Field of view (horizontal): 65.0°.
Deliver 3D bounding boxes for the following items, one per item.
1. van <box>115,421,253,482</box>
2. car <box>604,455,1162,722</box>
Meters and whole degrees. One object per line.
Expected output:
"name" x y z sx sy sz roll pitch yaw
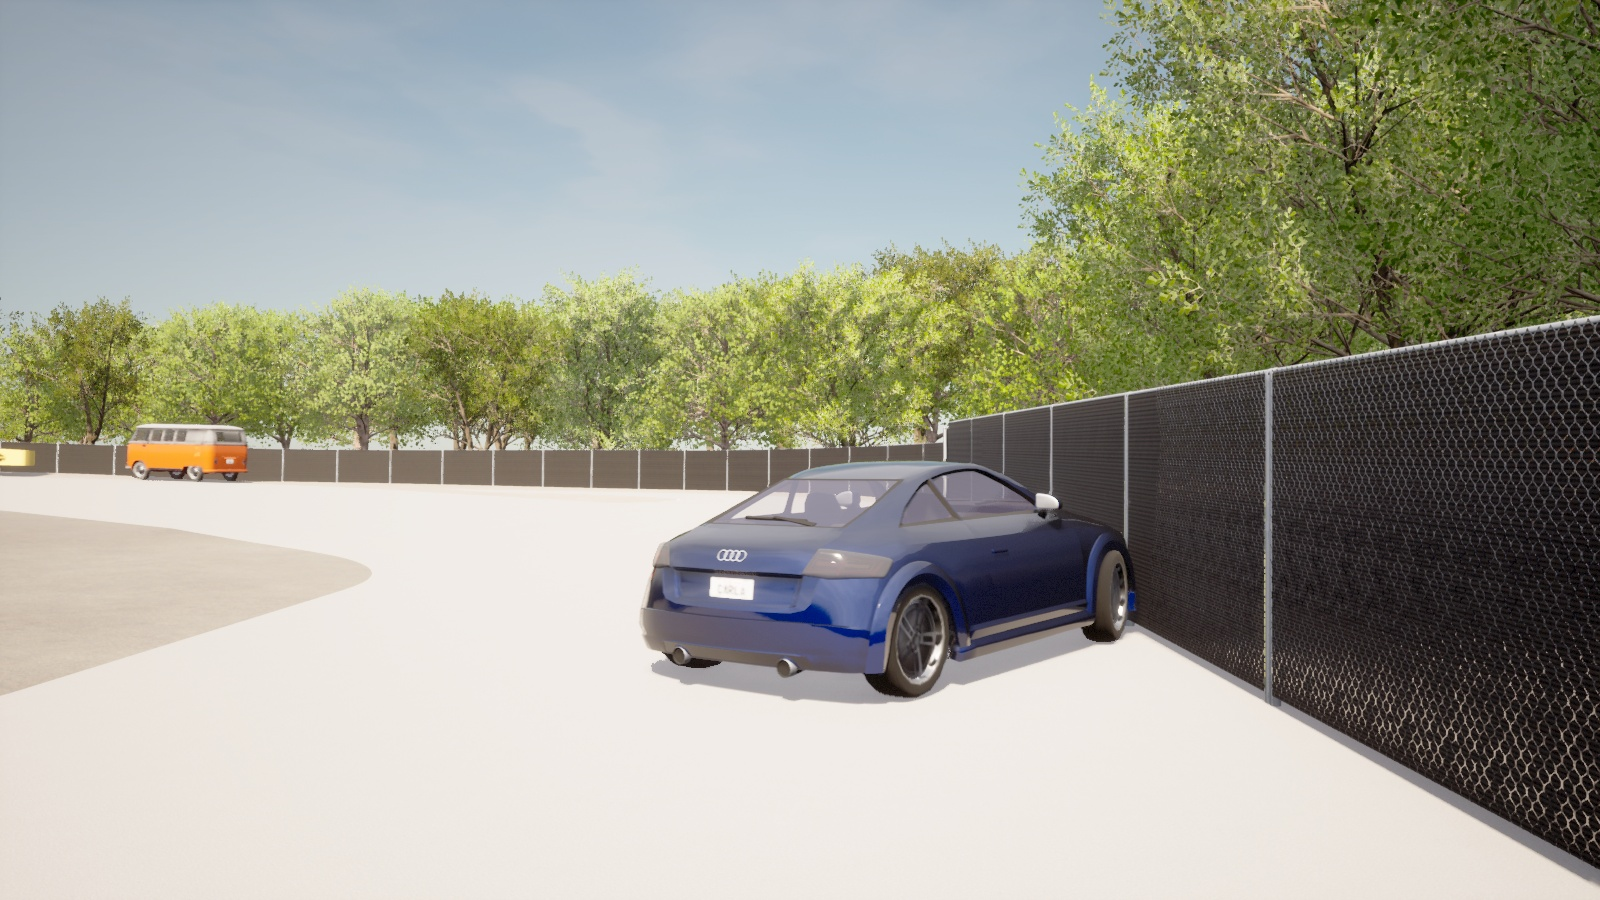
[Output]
"van" -21.487 0.053 43.816 4.442 1.987 1.775 1 0 23
"car" 0.828 0.765 9.038 1.994 1.385 4.181 -1 0 38
